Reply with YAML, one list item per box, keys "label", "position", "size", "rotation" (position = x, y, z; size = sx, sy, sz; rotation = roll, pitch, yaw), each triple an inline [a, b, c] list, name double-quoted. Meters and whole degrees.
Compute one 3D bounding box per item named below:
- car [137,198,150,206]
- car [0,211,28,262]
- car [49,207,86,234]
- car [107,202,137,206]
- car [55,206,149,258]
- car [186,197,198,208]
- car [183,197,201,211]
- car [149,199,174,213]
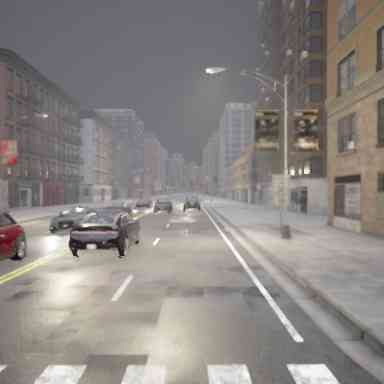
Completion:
- label: "car"
  position: [-6.499, 1.536, 45.230]
  size: [1.882, 1.535, 5.008]
  rotation: [0, 0, 0]
- label: "car"
  position: [-6.571, 1.354, 9.297]
  size: [2.097, 1.767, 4.553]
  rotation: [0, 0, -1]
- label: "car"
  position: [-6.592, 1.570, 19.279]
  size: [1.994, 1.385, 4.181]
  rotation: [0, 0, 0]
- label: "car"
  position: [-6.580, 1.559, 29.544]
  size: [2.033, 1.411, 5.357]
  rotation: [0, 0, 0]
- label: "car"
  position: [-3.149, 1.495, 12.837]
  size: [2.128, 1.511, 4.902]
  rotation: [0, 0, 0]
- label: "car"
  position: [0.002, 1.502, 51.080]
  size: [1.882, 1.535, 5.008]
  rotation: [0, 0, 0]
- label: "car"
  position: [0.001, 1.371, 41.028]
  size: [2.097, 1.767, 4.553]
  rotation: [0, 0, 0]
- label: "car"
  position: [-3.147, 1.508, 37.432]
  size: [2.128, 1.511, 4.902]
  rotation: [0, 0, 0]
